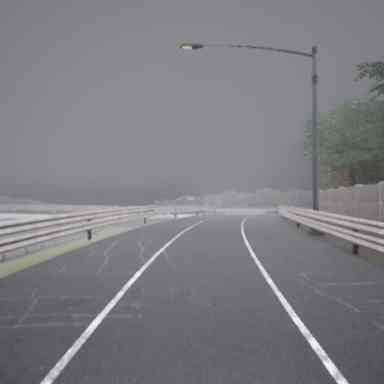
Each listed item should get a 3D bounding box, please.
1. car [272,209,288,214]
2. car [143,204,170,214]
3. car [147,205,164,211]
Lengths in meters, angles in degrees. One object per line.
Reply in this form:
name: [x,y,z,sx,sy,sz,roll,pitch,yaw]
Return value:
car: [23.122,4.932,85.613,1.895,1.301,4.718,-2,-4,36]
car: [-6.648,3.155,62.189,4.553,1.767,2.097,3,-4,-34]
car: [-5.485,3.151,58.846,5.357,1.411,2.033,3,-4,-38]
